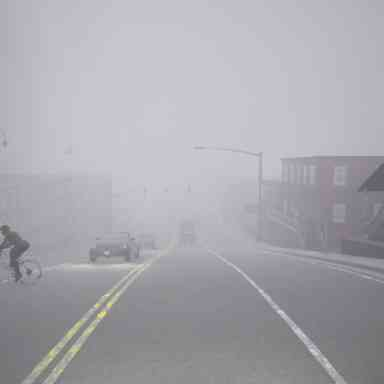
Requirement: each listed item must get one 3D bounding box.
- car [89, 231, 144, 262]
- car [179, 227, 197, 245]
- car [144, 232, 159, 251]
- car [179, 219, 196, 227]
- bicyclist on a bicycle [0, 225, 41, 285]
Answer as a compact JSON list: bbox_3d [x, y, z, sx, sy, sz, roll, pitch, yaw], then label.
[{"bbox_3d":[-3.836,2.763,17.200,1.812,1.442,4.674,0,-8,-1],"label":"car"},{"bbox_3d":[-0.467,5.038,37.254,1.837,1.490,4.892,0,-4,-1],"label":"car"},{"bbox_3d":[-4.014,4.360,29.427,1.837,1.490,4.892,0,-7,-1],"label":"car"},{"bbox_3d":[-0.657,4.931,47.581,2.150,2.045,5.566,0,1,0],"label":"car"},{"bbox_3d":[-4.891,1.722,8.986,1.656,1.620,0.582,-3,-4,1],"label":"bicyclist on a bicycle"}]
